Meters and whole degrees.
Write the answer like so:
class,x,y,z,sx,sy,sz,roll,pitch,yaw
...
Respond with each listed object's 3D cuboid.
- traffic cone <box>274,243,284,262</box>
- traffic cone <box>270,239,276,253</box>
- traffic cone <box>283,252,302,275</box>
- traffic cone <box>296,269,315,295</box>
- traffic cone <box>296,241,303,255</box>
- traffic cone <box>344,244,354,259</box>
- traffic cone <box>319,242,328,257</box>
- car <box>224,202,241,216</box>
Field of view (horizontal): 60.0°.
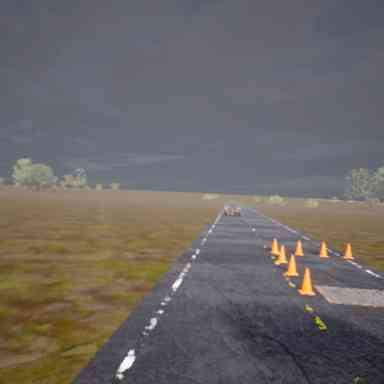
class,x,y,z,sx,sy,sz,roll,pitch,yaw
traffic cone,3.322,2.272,12.247,0.340,0.580,0.340,3,-1,7
traffic cone,3.555,2.308,14.233,0.340,0.580,0.340,3,-1,7
traffic cone,3.090,2.237,10.261,0.340,0.580,0.340,3,-1,7
traffic cone,2.858,2.202,8.275,0.340,0.580,0.340,3,-1,7
traffic cone,4.547,2.358,14.116,0.340,0.580,0.340,3,-1,7
traffic cone,6.531,2.458,13.882,0.340,0.580,0.340,3,-1,7
traffic cone,5.538,2.408,13.999,0.340,0.580,0.340,3,-1,7
car,5.189,2.122,42.759,2.097,1.767,4.553,3,-1,7
